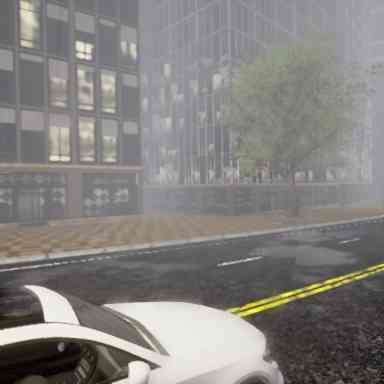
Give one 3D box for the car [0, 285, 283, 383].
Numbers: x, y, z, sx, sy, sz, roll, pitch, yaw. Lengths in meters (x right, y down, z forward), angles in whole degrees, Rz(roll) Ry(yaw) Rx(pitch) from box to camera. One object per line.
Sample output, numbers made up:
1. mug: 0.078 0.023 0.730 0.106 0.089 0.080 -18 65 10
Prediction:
1. car: -1.320 1.531 2.576 4.674 1.442 1.812 0 0 -36
